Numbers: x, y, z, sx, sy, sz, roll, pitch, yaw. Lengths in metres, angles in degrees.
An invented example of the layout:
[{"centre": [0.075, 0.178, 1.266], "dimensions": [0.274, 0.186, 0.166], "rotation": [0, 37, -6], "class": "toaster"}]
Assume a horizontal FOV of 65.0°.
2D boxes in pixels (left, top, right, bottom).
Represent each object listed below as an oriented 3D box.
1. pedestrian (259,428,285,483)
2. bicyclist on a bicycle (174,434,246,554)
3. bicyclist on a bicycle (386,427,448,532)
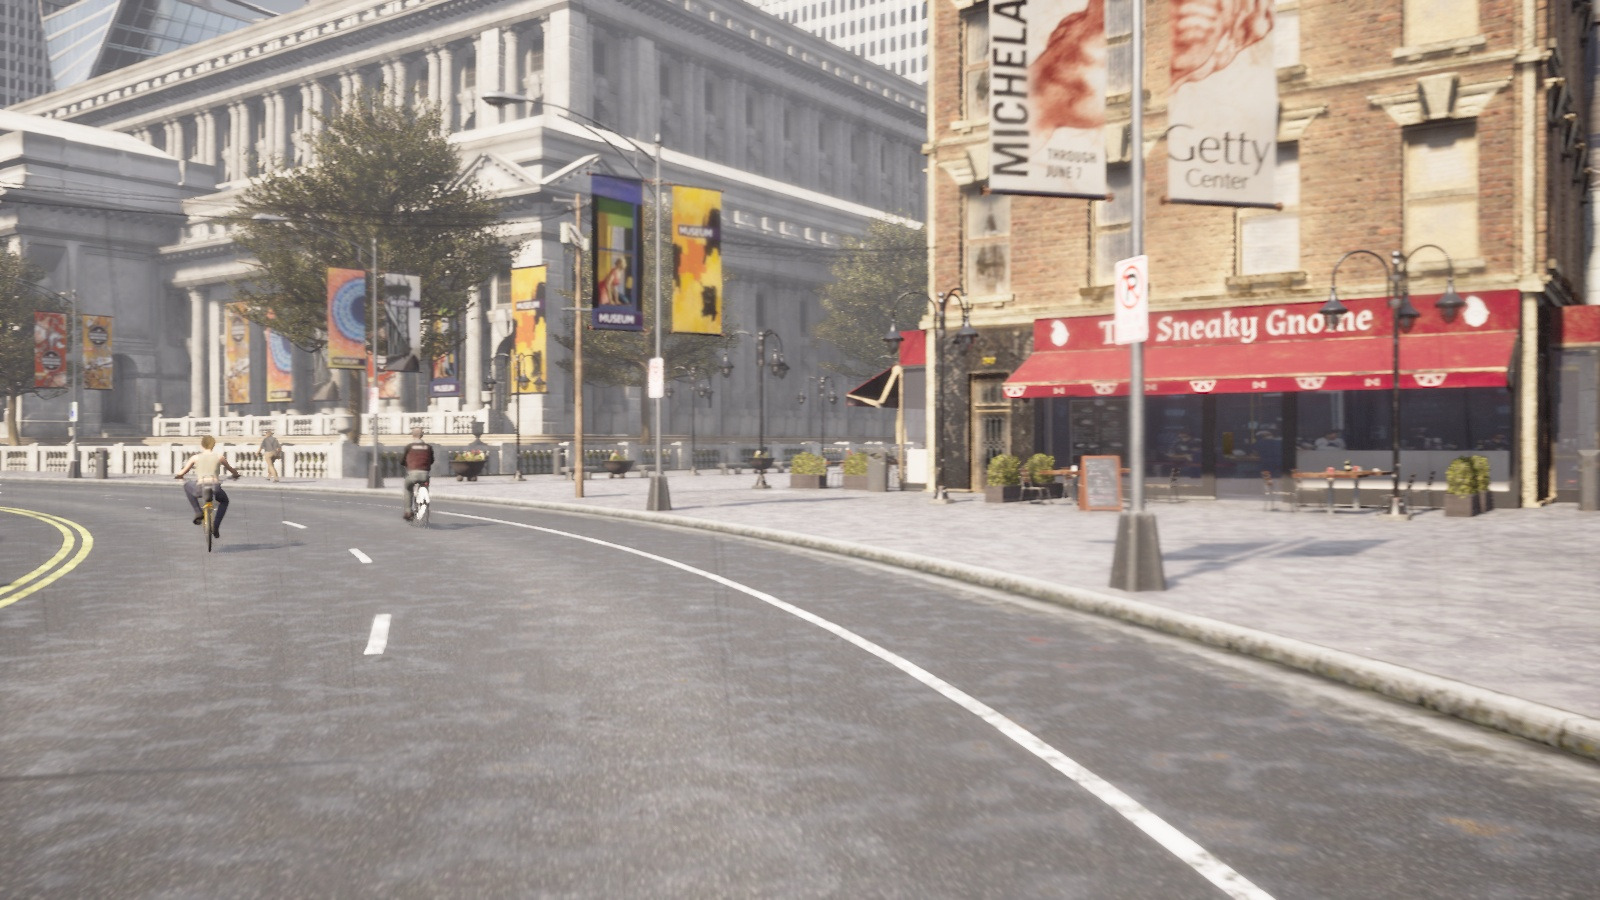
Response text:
[{"centre": [-17.952, 0.169, 42.728], "dimensions": [0.694, 1.848, 0.540], "rotation": [0, 0, 38], "class": "pedestrian"}, {"centre": [-8.346, 0.586, 17.743], "dimensions": [0.866, 1.612, 1.509], "rotation": [-1, 1, -26], "class": "bicyclist on a bicycle"}, {"centre": [-6.794, 0.494, 22.232], "dimensions": [0.659, 1.776, 1.843], "rotation": [0, 1, -29], "class": "bicyclist on a bicycle"}]
